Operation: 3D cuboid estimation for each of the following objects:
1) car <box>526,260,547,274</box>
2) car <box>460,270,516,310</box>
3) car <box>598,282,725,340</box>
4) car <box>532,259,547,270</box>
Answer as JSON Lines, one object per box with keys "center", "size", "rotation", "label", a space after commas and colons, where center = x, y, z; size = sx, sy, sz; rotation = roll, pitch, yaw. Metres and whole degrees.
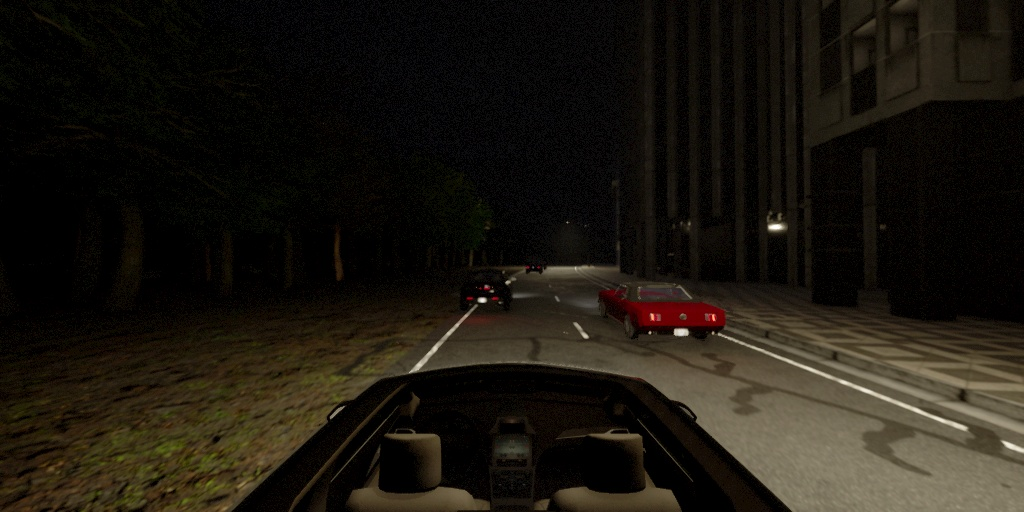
{"center": [2.680, 1.345, 42.319], "size": [2.033, 1.411, 5.357], "rotation": [0, 0, 7], "label": "car"}
{"center": [-0.928, 1.296, 14.851], "size": [1.837, 1.490, 4.892], "rotation": [0, 0, 2], "label": "car"}
{"center": [3.763, 1.379, 10.053], "size": [1.895, 1.301, 4.718], "rotation": [0, 0, 2], "label": "car"}
{"center": [4.182, 1.267, 54.000], "size": [1.882, 1.535, 5.008], "rotation": [0, 0, 10], "label": "car"}
